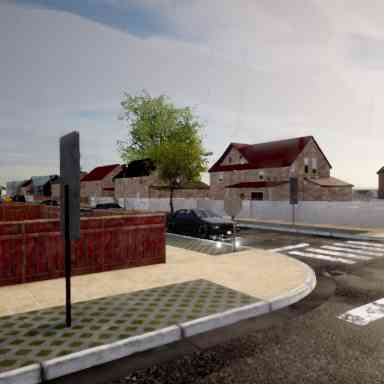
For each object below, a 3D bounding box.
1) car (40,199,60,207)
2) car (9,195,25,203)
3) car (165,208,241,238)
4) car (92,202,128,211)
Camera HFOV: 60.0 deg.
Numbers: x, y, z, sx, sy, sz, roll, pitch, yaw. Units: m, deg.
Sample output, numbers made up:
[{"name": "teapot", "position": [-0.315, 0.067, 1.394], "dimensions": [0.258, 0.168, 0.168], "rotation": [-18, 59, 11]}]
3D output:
[{"name": "car", "position": [-18.818, 1.764, 44.213], "dimensions": [1.837, 1.490, 4.892], "rotation": [-1, 0, -36]}, {"name": "car", "position": [-40.682, 1.646, 78.072], "dimensions": [2.150, 2.045, 5.566], "rotation": [-1, 0, -37]}, {"name": "car", "position": [0.253, 1.639, 18.589], "dimensions": [2.033, 1.411, 5.357], "rotation": [-1, 0, -37]}, {"name": "car", "position": [-7.001, 1.659, 28.290], "dimensions": [1.837, 1.490, 4.892], "rotation": [-1, 0, -37]}]
